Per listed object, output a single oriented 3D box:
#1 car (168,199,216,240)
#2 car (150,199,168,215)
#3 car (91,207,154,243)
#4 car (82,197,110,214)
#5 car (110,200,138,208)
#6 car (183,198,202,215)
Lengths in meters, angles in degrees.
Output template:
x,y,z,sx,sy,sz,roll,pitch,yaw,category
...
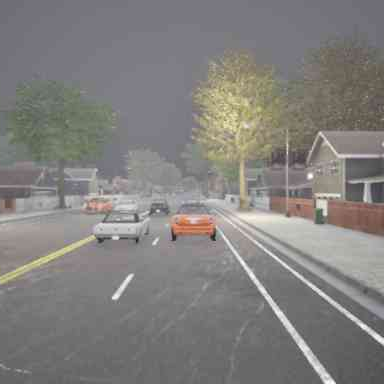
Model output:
x,y,z,sx,sy,sz,roll,pitch,yaw,category
0.072,1.354,17.130,2.097,1.767,4.553,0,0,0,car
-3.209,1.518,33.915,1.837,1.490,4.892,0,0,0,car
-3.176,1.603,16.024,1.895,1.301,4.718,0,0,0,car
-9.884,1.368,34.941,2.097,1.767,4.553,0,0,0,car
-6.639,1.540,34.094,1.812,1.442,4.674,0,0,0,car
0.039,1.492,35.457,1.882,1.535,5.008,0,0,0,car
